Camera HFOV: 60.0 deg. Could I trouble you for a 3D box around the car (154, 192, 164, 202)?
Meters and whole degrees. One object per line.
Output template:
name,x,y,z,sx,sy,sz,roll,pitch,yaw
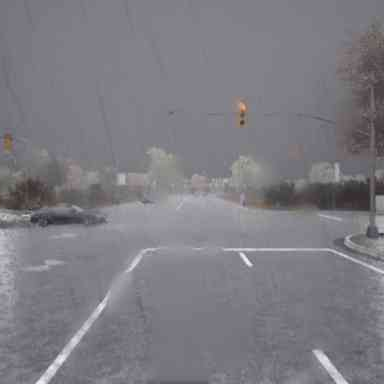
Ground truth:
car,-7.017,0.919,69.781,2.150,2.045,5.566,0,0,0

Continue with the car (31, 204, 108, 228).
car,-7.654,1.460,20.888,4.674,1.442,1.812,0,0,3

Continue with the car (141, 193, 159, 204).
car,-7.084,1.325,54.610,1.994,1.385,4.181,0,0,0
